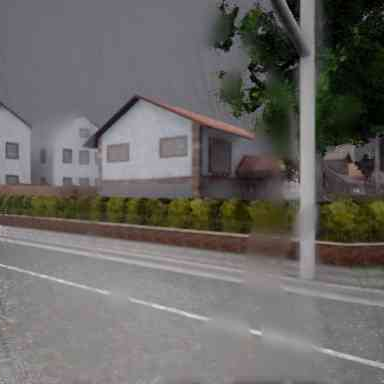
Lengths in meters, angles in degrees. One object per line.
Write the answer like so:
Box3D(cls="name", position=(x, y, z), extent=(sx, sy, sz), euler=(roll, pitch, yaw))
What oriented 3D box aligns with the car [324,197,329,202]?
Box3D(cls="car", position=(10.997, 1.167, 28.483), extent=(3.806, 1.475, 1.970), euler=(0, 0, 36))
